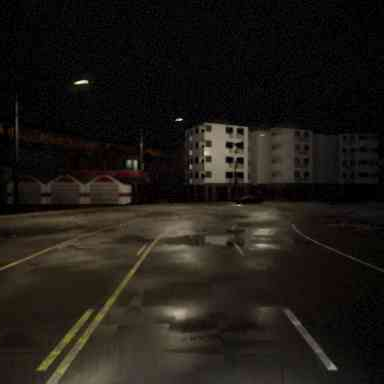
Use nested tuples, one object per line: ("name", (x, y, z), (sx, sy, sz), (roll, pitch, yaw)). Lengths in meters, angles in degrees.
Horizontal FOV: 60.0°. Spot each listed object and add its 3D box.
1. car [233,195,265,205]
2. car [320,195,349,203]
("car", (8.536, 1.192, 49.596), (5.357, 1.411, 2.033), (0, 0, -36))
("car", (24.597, 1.191, 57.503), (4.718, 1.301, 1.895), (0, 0, -17))
